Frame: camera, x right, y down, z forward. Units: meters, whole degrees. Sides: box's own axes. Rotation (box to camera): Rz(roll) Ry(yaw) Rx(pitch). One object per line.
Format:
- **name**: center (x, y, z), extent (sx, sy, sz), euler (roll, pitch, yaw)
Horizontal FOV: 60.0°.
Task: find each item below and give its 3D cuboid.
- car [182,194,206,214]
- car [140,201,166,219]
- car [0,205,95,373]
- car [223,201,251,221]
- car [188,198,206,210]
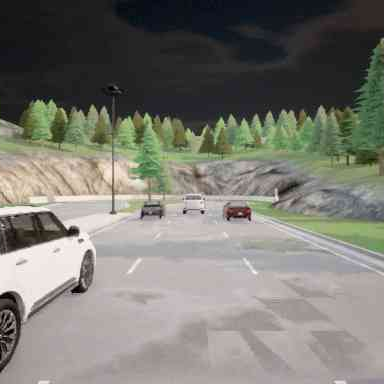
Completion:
- **car**: center (0.167, 1.221, 35.246), extent (2.150, 2.045, 5.566), euler (0, 0, 0)
- **car**: center (-3.375, 1.492, 29.453), extent (2.128, 1.511, 4.902), euler (0, 0, 0)
- **car**: center (-3.395, 1.220, 5.663), extent (2.150, 2.045, 5.566), euler (0, 0, 0)
- **car**: center (3.621, 1.477, 27.378), extent (1.882, 1.535, 5.008), euler (0, 0, 0)
- **car**: center (0.688, 1.564, 44.592), extent (1.994, 1.385, 4.181), euler (0, 0, 6)
